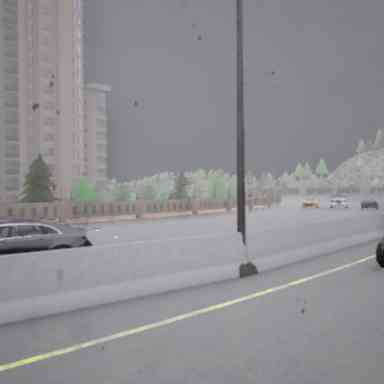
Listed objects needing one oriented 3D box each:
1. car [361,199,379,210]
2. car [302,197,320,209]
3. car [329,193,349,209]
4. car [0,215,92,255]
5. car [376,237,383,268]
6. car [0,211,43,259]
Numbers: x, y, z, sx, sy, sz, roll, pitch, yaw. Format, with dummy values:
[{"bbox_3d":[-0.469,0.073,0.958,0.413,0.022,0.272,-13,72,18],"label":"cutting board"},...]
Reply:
[{"bbox_3d":[21.858,1.512,40.874,1.895,1.301,4.718,0,0,27],"label":"car"},{"bbox_3d":[16.265,1.438,45.384,1.882,1.535,5.008,0,0,26],"label":"car"},{"bbox_3d":[19.708,1.161,44.432,2.150,2.045,5.566,0,-1,26],"label":"car"},{"bbox_3d":[-5.240,1.512,9.021,4.902,1.511,2.128,0,0,-37],"label":"car"},{"bbox_3d":[7.225,1.512,10.051,4.181,1.385,1.994,0,0,-42],"label":"car"},{"bbox_3d":[-7.943,1.538,11.362,4.892,1.490,1.837,0,0,-37],"label":"car"}]
